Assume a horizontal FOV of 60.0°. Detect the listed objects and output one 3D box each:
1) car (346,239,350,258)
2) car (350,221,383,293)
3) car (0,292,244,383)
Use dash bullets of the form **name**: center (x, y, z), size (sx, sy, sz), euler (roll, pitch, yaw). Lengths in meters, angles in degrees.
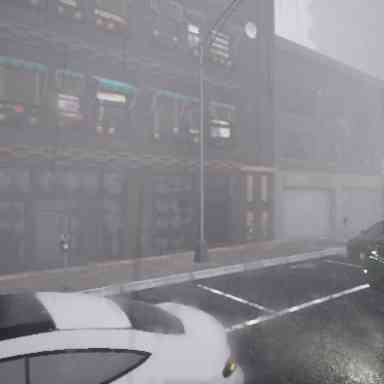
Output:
- **car**: center (7.354, 1.716, 12.003), size (4.313, 1.339, 1.947), euler (1, -1, -36)
- **car**: center (6.408, 1.330, 8.096), size (5.566, 2.045, 2.150), euler (1, -1, -37)
- **car**: center (-1.672, 1.540, 2.134), size (4.674, 1.442, 1.812), euler (1, -1, -37)
